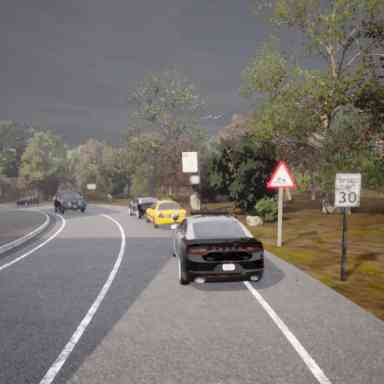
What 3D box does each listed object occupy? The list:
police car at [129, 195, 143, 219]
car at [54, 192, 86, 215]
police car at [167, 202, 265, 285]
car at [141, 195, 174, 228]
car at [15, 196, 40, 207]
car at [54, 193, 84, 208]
[{"bbox_3d":[-3.605,1.059,25.589,1.930,1.638,5.238,-2,1,-21],"label":"police car"},{"bbox_3d":[-12.084,1.019,32.682,2.150,2.045,5.566,-3,1,-31],"label":"car"},{"bbox_3d":[0.459,1.301,9.409,1.930,1.638,5.238,-1,1,-7],"label":"police car"},{"bbox_3d":[-1.614,1.167,19.726,1.801,1.575,5.366,-2,1,-16],"label":"car"},{"bbox_3d":[-26.716,1.484,53.800,5.008,1.535,1.882,-2,3,34],"label":"car"},{"bbox_3d":[-16.494,1.051,44.549,2.097,1.767,4.553,-5,3,-42],"label":"car"}]
